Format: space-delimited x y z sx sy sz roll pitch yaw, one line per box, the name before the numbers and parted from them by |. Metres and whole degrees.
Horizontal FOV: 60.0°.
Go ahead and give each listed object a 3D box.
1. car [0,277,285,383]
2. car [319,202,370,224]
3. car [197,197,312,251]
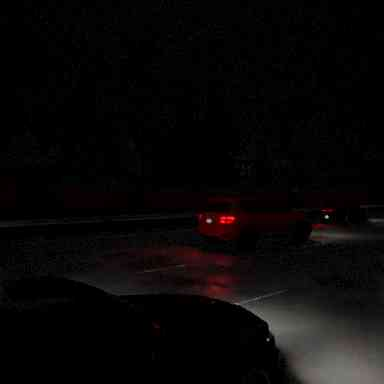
car | -1.220 1.526 2.879 4.674 1.442 1.812 0 0 -36
car | 11.545 1.504 25.079 4.892 1.490 1.837 0 0 -36
car | 2.814 1.219 14.420 5.566 2.045 2.150 0 0 -36
